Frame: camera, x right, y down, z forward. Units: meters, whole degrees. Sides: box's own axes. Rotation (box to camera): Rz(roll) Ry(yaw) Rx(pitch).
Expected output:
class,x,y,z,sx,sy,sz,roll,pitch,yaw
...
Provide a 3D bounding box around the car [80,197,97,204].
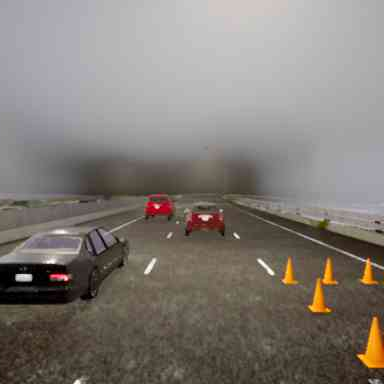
class,x,y,z,sx,sy,sz,roll,pitch,yaw
car,-19.480,1.560,63.146,2.033,1.411,5.357,0,0,2

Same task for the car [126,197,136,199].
class,x,y,z,sx,sy,sz,roll,pitch,yaw
car,-12.345,1.614,67.443,1.895,1.301,4.718,0,0,2

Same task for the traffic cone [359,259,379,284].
class,x,y,z,sx,sy,sz,roll,pitch,yaw
traffic cone,4.474,1.987,8.433,0.340,0.580,0.340,0,0,0

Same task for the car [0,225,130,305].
class,x,y,z,sx,sy,sz,roll,pitch,yaw
car,-2.923,1.550,8.334,2.033,1.411,5.357,0,0,1

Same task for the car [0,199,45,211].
class,x,y,z,sx,sy,sz,roll,pitch,yaw
car,-13.394,1.344,26.214,2.097,1.767,4.553,0,0,1

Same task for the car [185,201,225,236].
class,x,y,z,sx,sy,sz,roll,pitch,yaw
car,0.701,1.385,18.922,2.097,1.767,4.553,0,0,1

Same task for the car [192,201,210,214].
class,x,y,z,sx,sy,sz,roll,pitch,yaw
car,1.000,1.662,37.136,1.895,1.301,4.718,0,0,1

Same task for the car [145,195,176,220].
class,x,y,z,sx,sy,sz,roll,pitch,yaw
car,-2.658,1.257,28.504,2.150,2.045,5.566,0,0,1

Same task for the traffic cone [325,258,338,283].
class,x,y,z,sx,sy,sz,roll,pitch,yaw
traffic cone,3.474,1.983,8.439,0.340,0.580,0.340,0,0,0

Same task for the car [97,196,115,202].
class,x,y,z,sx,sy,sz,roll,pitch,yaw
car,-15.988,1.553,63.045,1.812,1.442,4.674,0,0,2

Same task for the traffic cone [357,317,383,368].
class,x,y,z,sx,sy,sz,roll,pitch,yaw
traffic cone,2.448,1.973,4.446,0.340,0.580,0.340,0,0,0

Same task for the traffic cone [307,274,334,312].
class,x,y,z,sx,sy,sz,roll,pitch,yaw
traffic cone,2.461,1.976,6.446,0.340,0.580,0.340,0,0,0

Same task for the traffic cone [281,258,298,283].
class,x,y,z,sx,sy,sz,roll,pitch,yaw
traffic cone,2.474,1.979,8.446,0.340,0.580,0.340,0,0,0
